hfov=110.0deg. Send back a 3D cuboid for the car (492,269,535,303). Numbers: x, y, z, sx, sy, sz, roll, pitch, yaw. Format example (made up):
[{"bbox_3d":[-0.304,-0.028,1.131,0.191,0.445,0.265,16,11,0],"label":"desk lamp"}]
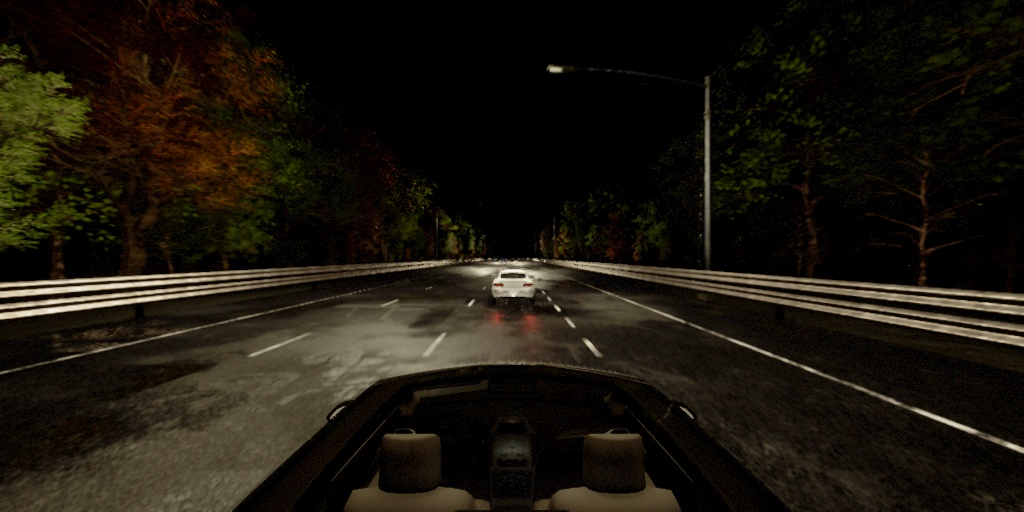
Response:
[{"bbox_3d":[0.044,1.320,16.604,1.812,1.442,4.674,0,0,0],"label":"car"}]
